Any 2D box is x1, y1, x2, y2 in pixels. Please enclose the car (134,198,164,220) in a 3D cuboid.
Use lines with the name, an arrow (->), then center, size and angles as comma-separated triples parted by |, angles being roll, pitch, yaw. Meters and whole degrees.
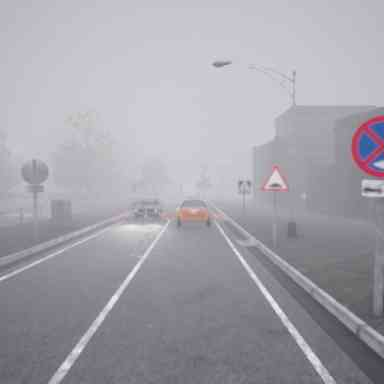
car -> -3.313, 1.201, 26.130 | 1.895, 1.301, 4.718 | 0, 6, 0

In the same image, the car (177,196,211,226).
car -> 0.113, 1.205, 22.448 | 2.097, 1.767, 4.553 | 0, 1, 0

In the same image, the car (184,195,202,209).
car -> 0.124, 1.150, 39.595 | 2.033, 1.411, 5.357 | 0, 1, 0
